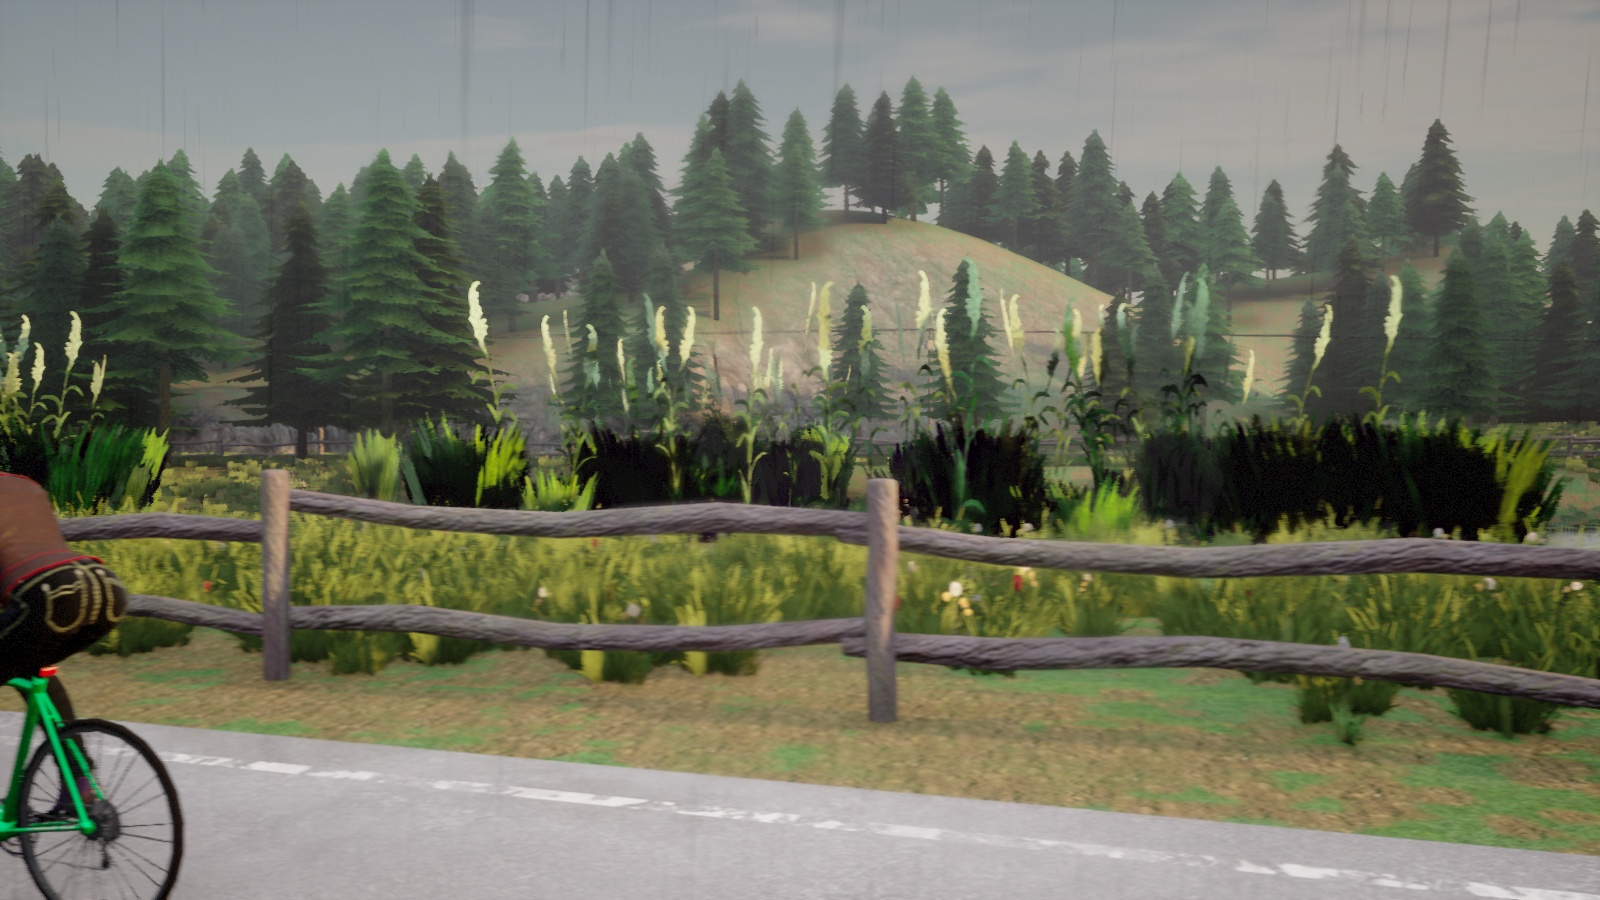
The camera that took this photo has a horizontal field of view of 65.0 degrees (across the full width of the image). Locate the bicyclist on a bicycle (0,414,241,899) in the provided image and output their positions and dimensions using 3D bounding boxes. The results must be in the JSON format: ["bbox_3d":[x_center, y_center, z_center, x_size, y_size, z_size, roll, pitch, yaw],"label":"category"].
[{"bbox_3d":[-2.719,0.703,4.110,1.656,1.620,0.582,0,1,19],"label":"bicyclist on a bicycle"}]

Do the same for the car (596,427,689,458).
[{"bbox_3d":[-8.548,-0.423,68.430,4.611,1.667,2.242,0,1,9],"label":"car"}]
